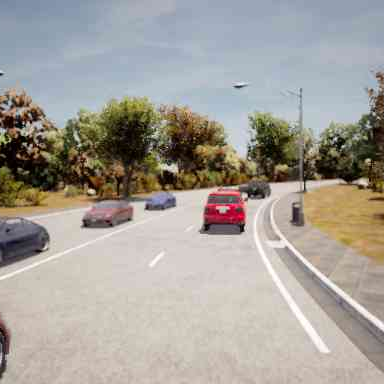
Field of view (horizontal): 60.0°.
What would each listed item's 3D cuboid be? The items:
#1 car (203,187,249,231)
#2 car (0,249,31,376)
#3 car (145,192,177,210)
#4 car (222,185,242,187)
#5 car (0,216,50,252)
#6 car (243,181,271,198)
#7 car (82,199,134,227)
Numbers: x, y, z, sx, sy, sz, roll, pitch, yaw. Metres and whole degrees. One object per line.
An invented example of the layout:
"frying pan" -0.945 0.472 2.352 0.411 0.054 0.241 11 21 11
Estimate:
"car" 1.979 0.943 18.943 2.150 2.045 5.566 0 2 10
"car" -3.206 1.521 2.196 1.812 1.442 4.674 0 0 2
"car" -2.752 0.765 30.527 1.812 1.442 4.674 0 3 15
"car" 4.159 0.060 40.384 2.128 1.511 4.902 0 4 22
"car" -6.376 1.499 10.653 1.994 1.385 4.181 0 1 6
"car" 8.336 -0.347 41.300 2.150 2.045 5.566 0 4 23
"car" -5.010 1.218 20.574 1.812 1.442 4.674 0 2 10
